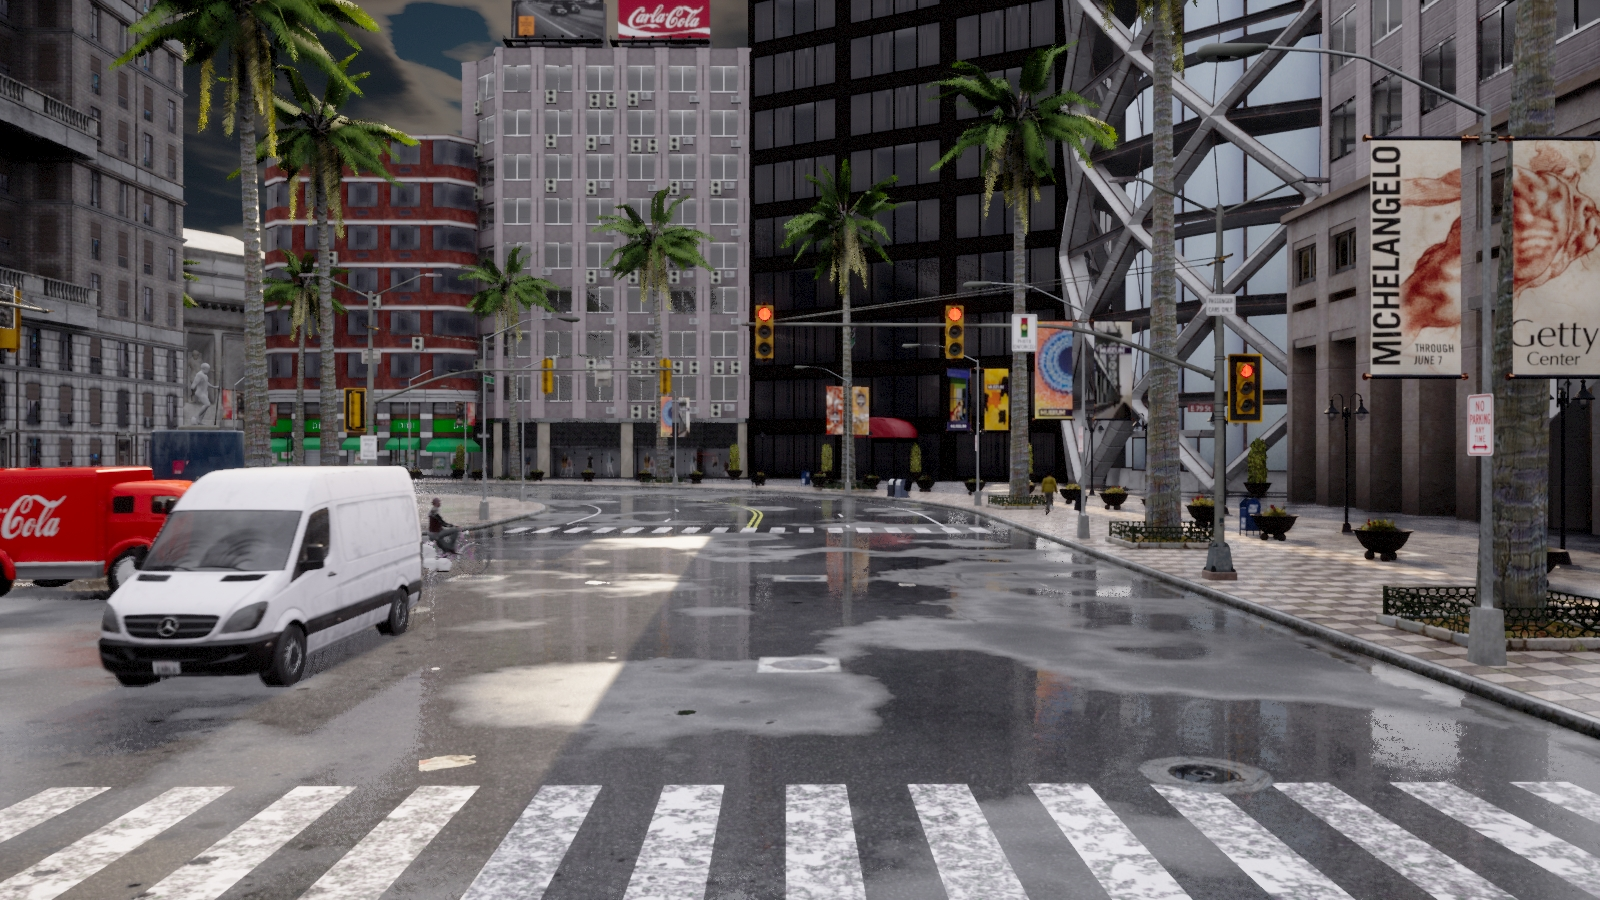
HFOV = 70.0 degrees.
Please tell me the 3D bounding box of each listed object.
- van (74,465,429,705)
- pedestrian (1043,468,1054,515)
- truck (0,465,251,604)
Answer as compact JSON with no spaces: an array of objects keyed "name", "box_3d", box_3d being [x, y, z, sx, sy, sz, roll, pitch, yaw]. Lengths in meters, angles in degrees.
[{"name":"van","box_3d":[-7.006,1.528,15.546,1.988,2.561,5.915,0,0,0]},{"name":"pedestrian","box_3d":[10.027,1.680,46.152,0.375,1.860,0.375,0,0,24]},{"name":"truck","box_3d":[-13.936,1.565,22.279,5.204,2.467,2.627,0,0,-3]}]
